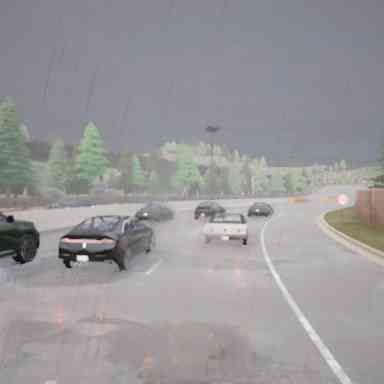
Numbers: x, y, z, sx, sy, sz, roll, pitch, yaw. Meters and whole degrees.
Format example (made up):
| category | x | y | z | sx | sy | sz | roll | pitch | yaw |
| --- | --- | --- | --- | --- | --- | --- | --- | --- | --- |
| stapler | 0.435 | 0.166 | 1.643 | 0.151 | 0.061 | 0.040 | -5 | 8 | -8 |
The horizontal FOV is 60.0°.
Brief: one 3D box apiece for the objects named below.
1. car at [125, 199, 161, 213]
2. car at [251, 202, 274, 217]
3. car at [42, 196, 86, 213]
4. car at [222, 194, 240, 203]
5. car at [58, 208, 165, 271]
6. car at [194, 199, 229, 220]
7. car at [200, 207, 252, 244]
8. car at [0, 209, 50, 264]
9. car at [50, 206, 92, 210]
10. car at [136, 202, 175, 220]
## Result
| category | x | y | z | sx | sy | sz | roll | pitch | yaw |
| --- | --- | --- | --- | --- | --- | --- | --- | --- | --- |
| car | -5.729 | 1.564 | 39.429 | 1.837 | 1.490 | 4.892 | 0 | 0 | 24 |
| car | 6.812 | 1.686 | 32.691 | 1.994 | 1.385 | 4.181 | 0 | 0 | 22 |
| car | -14.151 | 1.353 | 37.119 | 2.097 | 1.767 | 4.553 | 0 | 0 | 21 |
| car | 8.331 | 1.306 | 70.994 | 2.097 | 1.767 | 4.553 | 0 | 0 | 32 |
| car | -2.538 | 1.502 | 10.986 | 2.128 | 1.511 | 4.902 | 0 | 0 | 7 |
| car | 1.621 | 1.585 | 28.830 | 1.837 | 1.490 | 4.892 | 0 | 0 | 18 |
| car | 1.799 | 1.651 | 16.128 | 1.895 | 1.301 | 4.718 | 0 | 0 | 11 |
| car | -6.338 | 1.203 | 8.783 | 2.150 | 2.045 | 5.566 | 0 | 0 | 6 |
| car | -11.764 | 1.555 | 33.606 | 2.033 | 1.411 | 5.357 | 0 | 0 | 19 |
| car | -2.836 | 1.610 | 26.274 | 1.994 | 1.385 | 4.181 | 0 | 0 | 16 |
